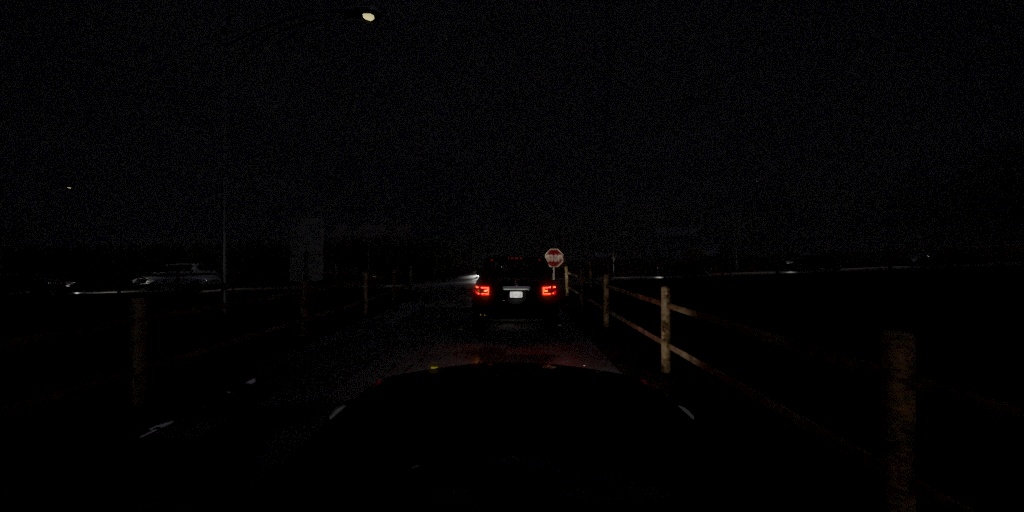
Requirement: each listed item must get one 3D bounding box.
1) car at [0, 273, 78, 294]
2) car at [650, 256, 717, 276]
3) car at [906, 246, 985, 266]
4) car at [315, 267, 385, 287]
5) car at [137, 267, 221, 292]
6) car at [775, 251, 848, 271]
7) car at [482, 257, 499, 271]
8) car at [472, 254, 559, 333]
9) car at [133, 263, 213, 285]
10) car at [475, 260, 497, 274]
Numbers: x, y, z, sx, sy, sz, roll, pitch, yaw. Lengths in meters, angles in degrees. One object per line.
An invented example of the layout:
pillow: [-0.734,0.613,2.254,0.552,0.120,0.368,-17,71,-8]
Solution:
car: [-34.342,1.950,25.749,4.902,1.511,2.128,-1,-2,0]
car: [13.674,0.776,28.802,5.008,1.535,1.882,-2,-2,-1]
car: [34.754,-0.022,28.882,4.902,1.511,2.128,-2,-2,0]
car: [-11.594,1.501,25.798,4.674,1.442,1.812,-1,-2,0]
car: [-23.464,1.762,25.769,4.674,1.442,1.812,-1,-2,0]
car: [23.995,0.382,28.857,5.008,1.535,1.882,-2,-2,0]
car: [-2.941,1.070,50.424,2.097,1.767,4.553,0,0,0]
car: [0.060,0.975,10.883,2.150,2.045,5.566,0,0,-1]
car: [-26.803,1.635,28.721,5.566,2.045,2.150,-1,-2,0]
car: [-2.936,1.220,41.218,2.128,1.511,4.902,0,0,0]
